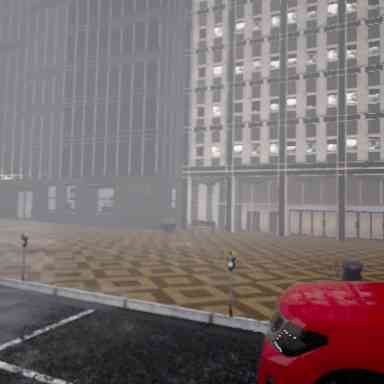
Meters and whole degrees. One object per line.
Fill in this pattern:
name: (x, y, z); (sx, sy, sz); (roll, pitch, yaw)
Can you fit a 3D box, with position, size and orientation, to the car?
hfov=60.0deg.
car: (3.475, 1.504, 3.031); (5.566, 2.045, 2.150); (1, -3, 23)
